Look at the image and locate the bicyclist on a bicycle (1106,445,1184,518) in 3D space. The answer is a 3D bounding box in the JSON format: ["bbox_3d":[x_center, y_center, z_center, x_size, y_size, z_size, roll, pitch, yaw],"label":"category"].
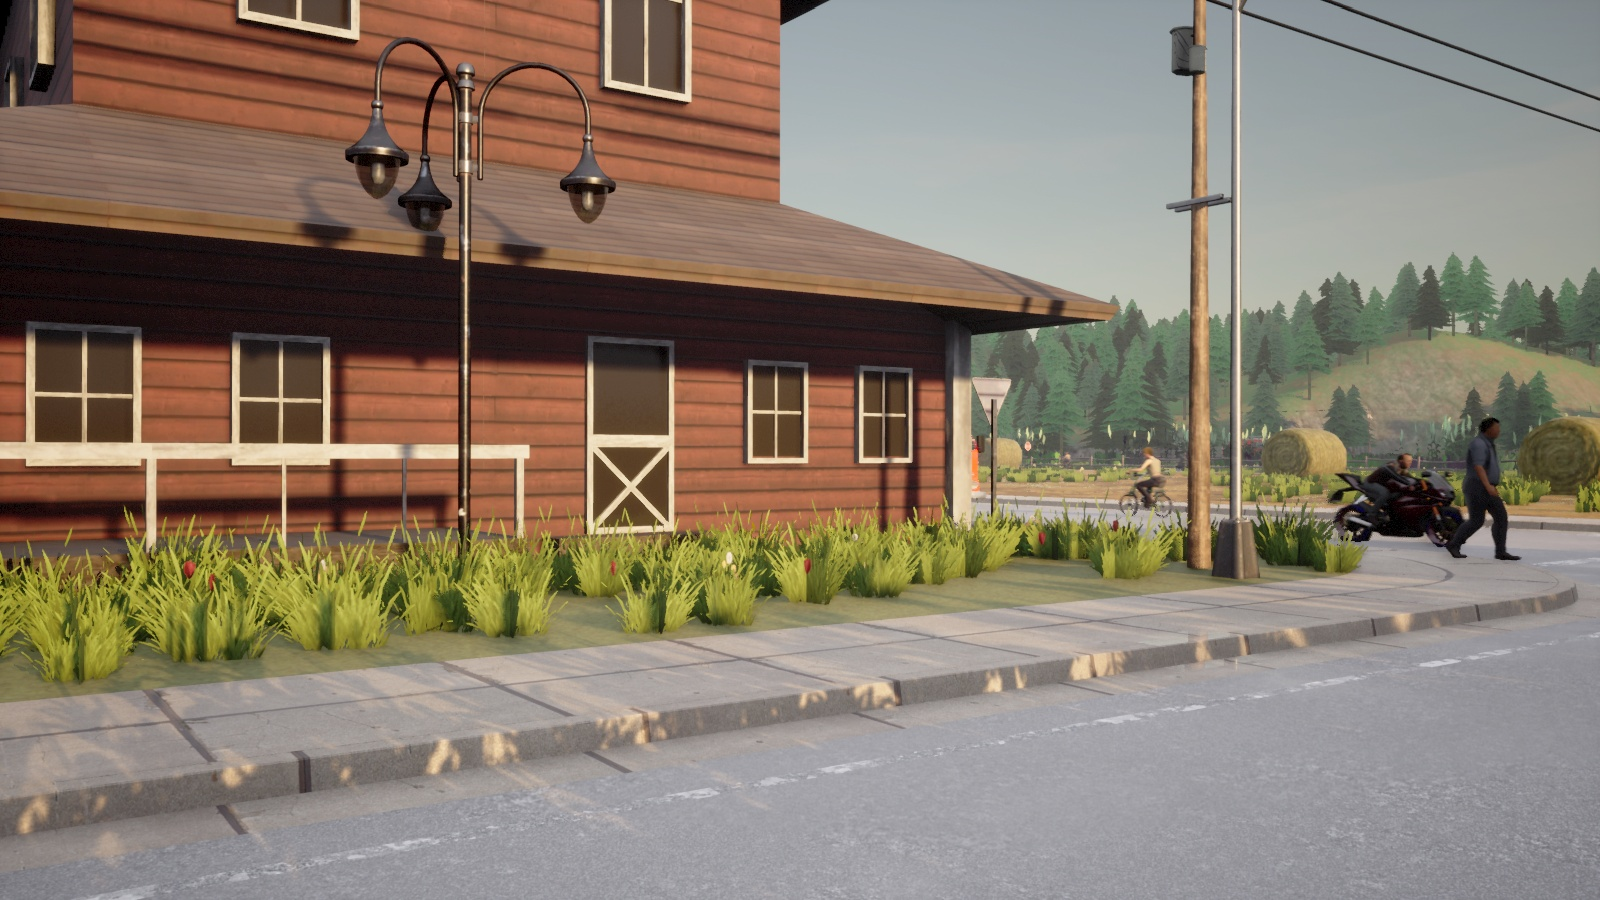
[{"bbox_3d":[7.894,0.708,28.802,0.866,1.612,1.509,0,0,-35],"label":"bicyclist on a bicycle"}]

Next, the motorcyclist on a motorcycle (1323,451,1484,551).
[{"bbox_3d":[9.712,0.782,20.293,0.866,1.530,2.191,0,0,-36],"label":"motorcyclist on a motorcycle"}]

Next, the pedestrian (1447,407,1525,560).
[{"bbox_3d":[8.526,0.400,15.613,0.540,1.848,0.694,0,0,-38],"label":"pedestrian"}]

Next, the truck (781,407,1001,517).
[{"bbox_3d":[2.117,0.314,30.854,2.627,2.467,5.204,0,-1,-36],"label":"truck"}]
